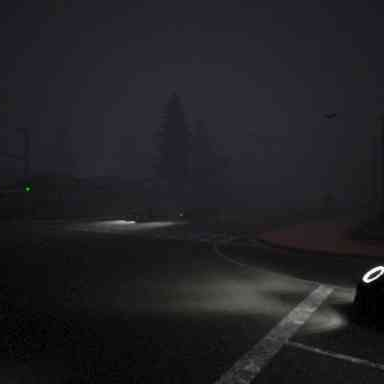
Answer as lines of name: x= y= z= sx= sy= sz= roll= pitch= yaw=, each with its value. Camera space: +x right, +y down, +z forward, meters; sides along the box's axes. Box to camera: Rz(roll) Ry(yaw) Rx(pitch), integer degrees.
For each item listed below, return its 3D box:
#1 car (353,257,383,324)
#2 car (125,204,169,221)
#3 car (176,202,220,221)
car: x=4.954 y=1.334 z=4.937 sx=4.553 sy=1.767 sz=2.097 roll=-1 pitch=-1 yaw=38
car: x=-3.957 y=1.793 z=29.623 sx=1.994 sy=1.385 sz=4.181 roll=-1 pitch=0 yaw=38
car: x=0.596 y=1.676 z=29.801 sx=2.128 sy=1.511 sz=4.902 roll=-1 pitch=0 yaw=38
